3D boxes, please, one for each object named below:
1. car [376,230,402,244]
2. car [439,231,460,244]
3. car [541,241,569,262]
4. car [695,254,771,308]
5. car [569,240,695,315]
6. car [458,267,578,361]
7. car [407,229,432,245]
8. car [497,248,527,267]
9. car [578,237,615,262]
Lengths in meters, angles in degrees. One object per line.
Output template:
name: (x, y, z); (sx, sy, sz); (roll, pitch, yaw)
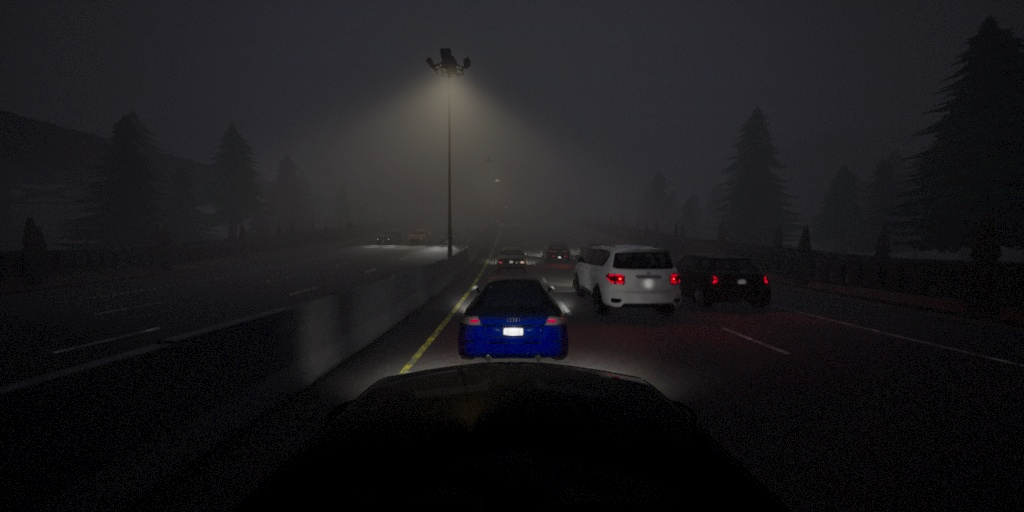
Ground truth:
car: (-14.270, -2.260, 41.924); (1.837, 1.490, 4.892); (0, 8, 0)
car: (-7.274, -2.169, 41.994); (1.895, 1.301, 4.718); (0, 8, 0)
car: (3.467, -0.435, 28.499); (1.837, 1.490, 4.892); (0, 7, 0)
car: (7.036, 0.697, 13.103); (2.097, 1.767, 4.553); (0, 3, 0)
car: (3.538, 0.628, 11.975); (2.150, 2.045, 5.566); (0, 3, 0)
car: (0.033, 1.135, 7.870); (1.994, 1.385, 4.181); (0, 2, 0)
car: (-10.772, -2.288, 41.942); (1.882, 1.535, 5.008); (0, 8, 0)
car: (-0.032, 0.165, 23.044); (2.033, 1.411, 5.357); (0, 5, 0)
car: (6.963, -0.636, 29.975); (1.882, 1.535, 5.008); (0, 7, 0)
